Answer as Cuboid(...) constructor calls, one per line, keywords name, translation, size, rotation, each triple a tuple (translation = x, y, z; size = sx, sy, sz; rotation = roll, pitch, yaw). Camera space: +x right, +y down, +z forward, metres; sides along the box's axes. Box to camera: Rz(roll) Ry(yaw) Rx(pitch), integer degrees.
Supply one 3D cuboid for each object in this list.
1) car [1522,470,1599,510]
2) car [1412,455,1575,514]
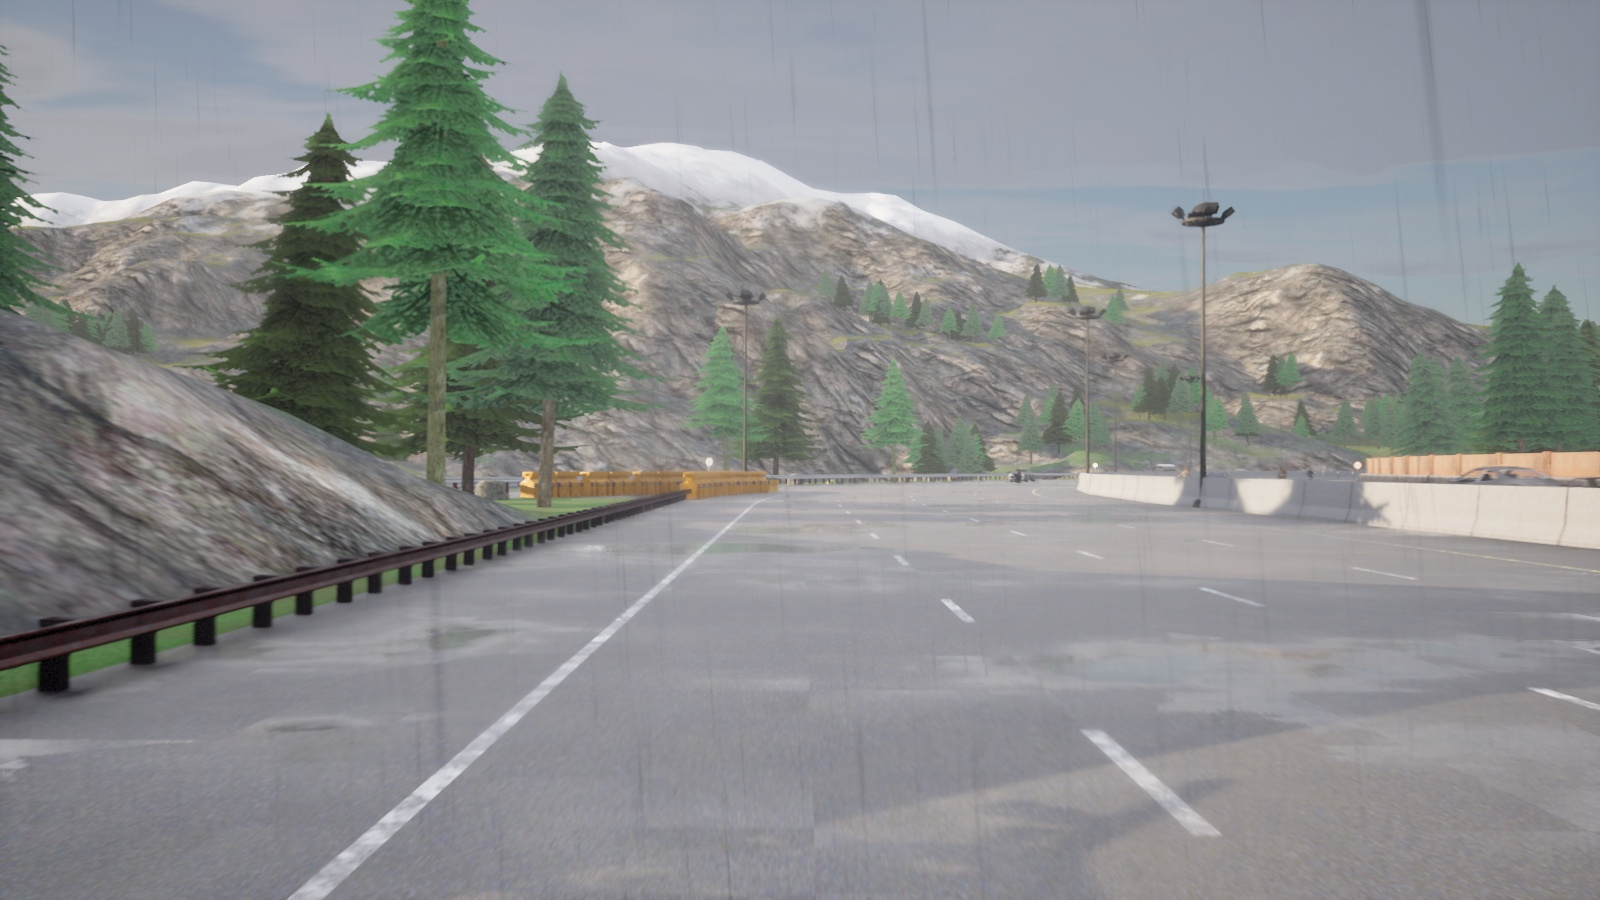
Cuboid(name="car", translation=(27.895, 1.383, 44.464), size=(1.895, 1.301, 4.718), rotation=(0, -1, 0))
Cuboid(name="car", translation=(20.909, 1.006, 38.138), size=(2.152, 1.651, 5.027), rotation=(0, -1, 0))
